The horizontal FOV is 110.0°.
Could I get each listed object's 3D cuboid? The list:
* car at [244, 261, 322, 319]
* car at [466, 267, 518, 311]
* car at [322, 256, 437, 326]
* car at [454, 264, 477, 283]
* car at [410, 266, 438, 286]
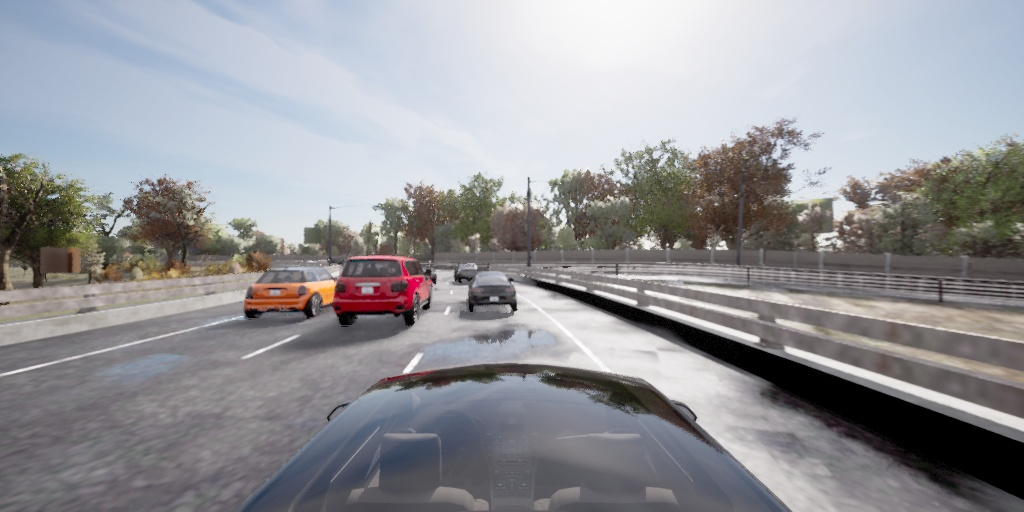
[{"bbox_3d":[-7.774,1.197,13.529,2.097,1.767,4.553,0,0,-6],"label":"car"},{"bbox_3d":[-0.877,1.341,14.755,1.812,1.442,4.674,0,0,-7],"label":"car"},{"bbox_3d":[-4.079,1.039,12.212,2.150,2.045,5.566,0,-1,-5],"label":"car"},{"bbox_3d":[-3.796,1.394,30.107,2.128,1.511,4.902,0,0,-14],"label":"car"},{"bbox_3d":[-6.875,1.509,28.054,1.895,1.301,4.718,0,0,-14],"label":"car"}]
